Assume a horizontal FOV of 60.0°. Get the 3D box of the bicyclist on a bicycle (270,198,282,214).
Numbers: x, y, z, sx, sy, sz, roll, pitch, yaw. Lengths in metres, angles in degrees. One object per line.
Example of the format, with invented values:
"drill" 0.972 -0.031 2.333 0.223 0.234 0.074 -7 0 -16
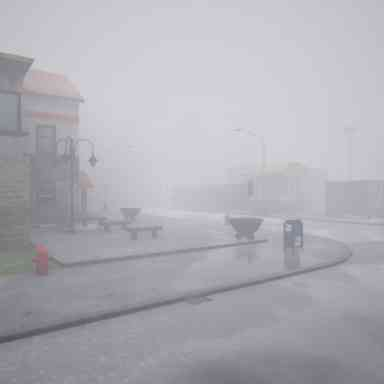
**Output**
"bicyclist on a bicycle" 8.091 1.349 32.036 1.656 1.620 0.582 0 0 -35
